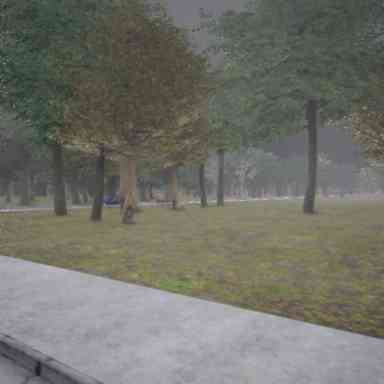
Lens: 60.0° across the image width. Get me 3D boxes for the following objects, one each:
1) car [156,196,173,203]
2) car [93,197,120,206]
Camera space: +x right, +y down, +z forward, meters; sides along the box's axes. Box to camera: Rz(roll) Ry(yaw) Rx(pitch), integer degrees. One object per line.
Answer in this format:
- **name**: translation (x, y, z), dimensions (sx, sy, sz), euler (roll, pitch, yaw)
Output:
- **car**: translation (-5.396, 1.641, 67.697), dimensions (1.812, 1.442, 4.674), euler (0, 0, 36)
- **car**: translation (-14.118, 1.597, 55.493), dimensions (1.882, 1.535, 5.008), euler (0, 0, 36)
